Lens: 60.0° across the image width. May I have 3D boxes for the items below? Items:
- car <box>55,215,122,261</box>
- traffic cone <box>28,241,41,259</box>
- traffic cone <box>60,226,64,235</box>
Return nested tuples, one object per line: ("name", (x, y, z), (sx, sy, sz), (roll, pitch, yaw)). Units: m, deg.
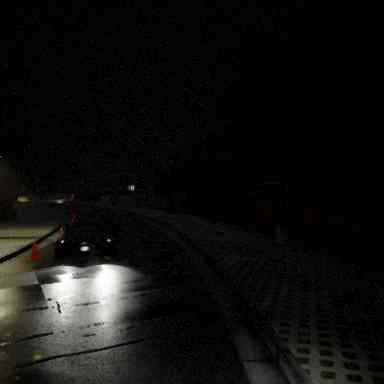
("car", (-3.641, 1.563, 12.255), (1.994, 1.385, 4.181), (0, 0, -10))
("traffic cone", (-5.354, 1.955, 11.313), (0.340, 0.580, 0.340), (0, 0, -9))
("traffic cone", (-6.259, 1.955, 16.074), (0.340, 0.580, 0.340), (0, 0, -13))
